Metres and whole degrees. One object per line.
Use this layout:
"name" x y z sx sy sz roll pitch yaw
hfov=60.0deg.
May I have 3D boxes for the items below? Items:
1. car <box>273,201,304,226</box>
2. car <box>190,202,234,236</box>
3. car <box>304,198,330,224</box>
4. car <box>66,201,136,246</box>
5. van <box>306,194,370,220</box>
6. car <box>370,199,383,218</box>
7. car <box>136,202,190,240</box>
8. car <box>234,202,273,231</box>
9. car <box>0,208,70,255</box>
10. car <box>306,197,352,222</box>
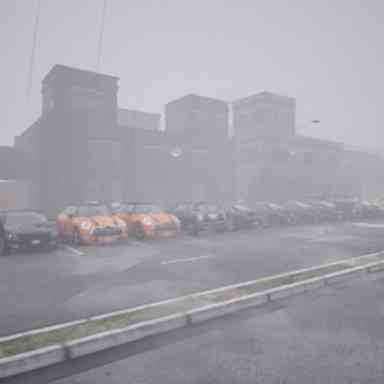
"car" 4.327 1.413 21.643 2.231 1.521 4.892 0 0 -36
"car" -0.147 1.305 18.420 2.185 1.767 4.553 0 0 -36
"car" 6.571 1.406 23.244 2.231 1.521 4.892 0 0 -36
"car" -4.673 1.329 15.268 2.185 1.767 4.553 0 0 -36
"van" 11.224 1.166 26.427 1.878 1.987 4.442 0 0 -35
"car" 13.302 1.428 28.051 2.002 1.452 4.674 0 0 -36
"car" -2.429 1.317 16.869 2.185 1.767 4.553 0 0 -36
"car" 2.082 1.423 20.041 2.231 1.521 4.892 0 0 -36
"car" -6.902 1.468 13.646 2.097 1.535 5.008 0 0 -36
"car" 8.815 1.399 24.845 2.231 1.521 4.892 0 0 -36
